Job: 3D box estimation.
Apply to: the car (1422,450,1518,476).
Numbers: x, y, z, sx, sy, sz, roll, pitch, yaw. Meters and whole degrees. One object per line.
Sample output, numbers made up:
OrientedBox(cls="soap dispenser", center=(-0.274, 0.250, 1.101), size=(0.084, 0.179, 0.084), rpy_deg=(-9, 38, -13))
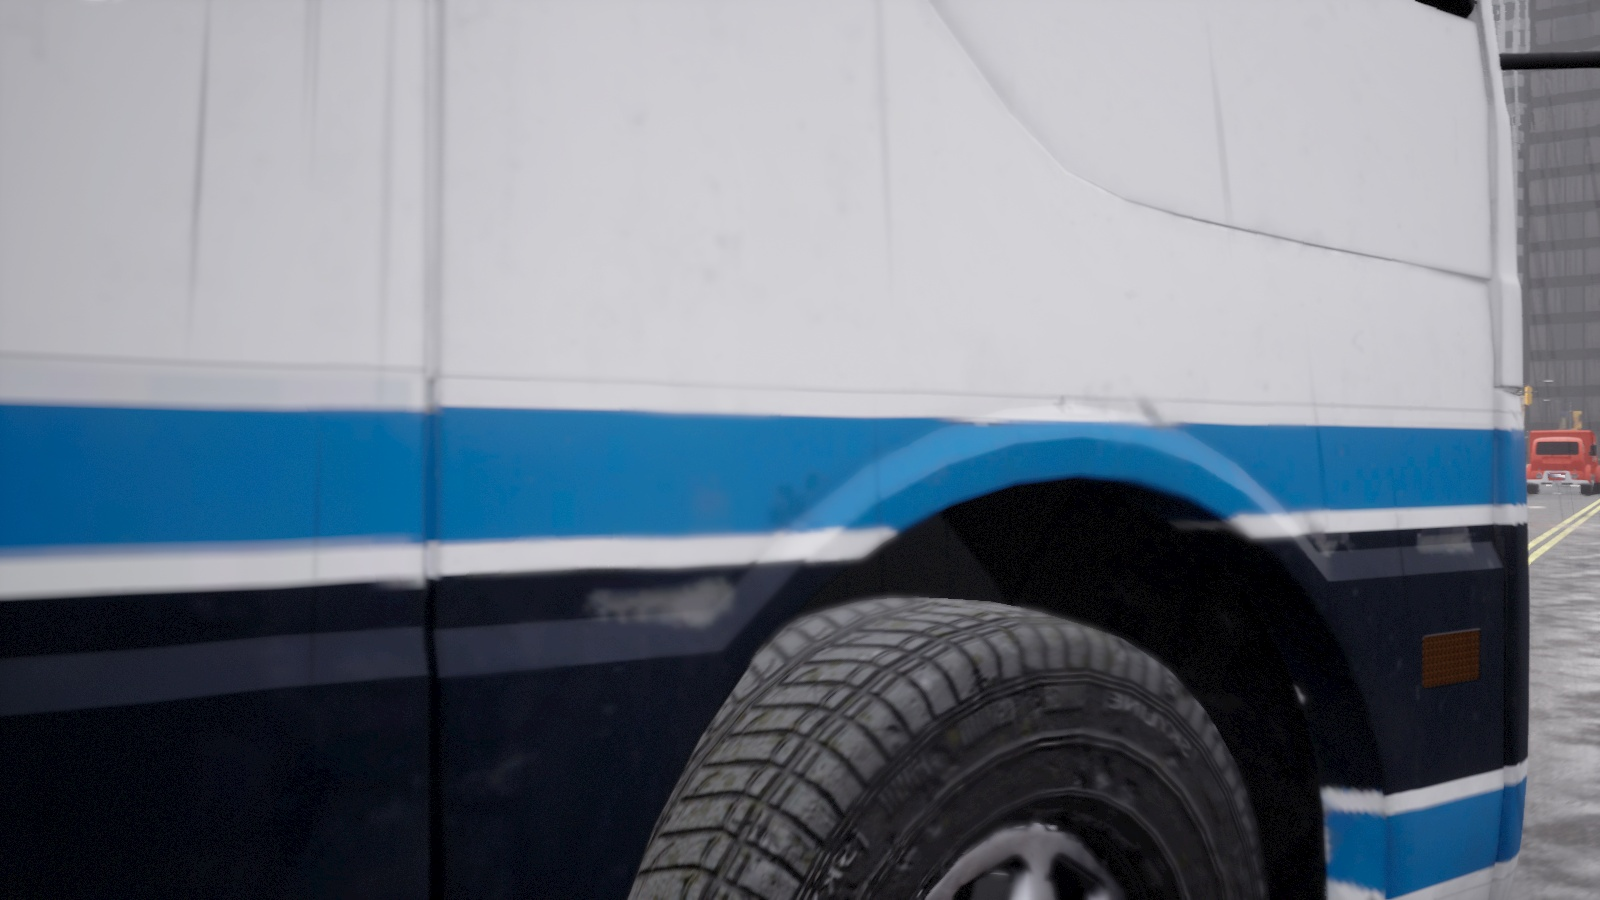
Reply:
OrientedBox(cls="car", center=(43.252, 0.824, 81.206), size=(1.801, 1.575, 5.366), rpy_deg=(0, 0, -30))

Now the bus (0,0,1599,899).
OrientedBox(cls="bus", center=(-3.035, -0.619, 1.477), size=(10.273, 4.253, 3.944), rpy_deg=(0, 0, -32))

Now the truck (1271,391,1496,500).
OrientedBox(cls="truck", center=(20.092, -0.154, 43.080), size=(7.936, 3.462, 2.891), rpy_deg=(0, 0, -29))

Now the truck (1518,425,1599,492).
OrientedBox(cls="truck", center=(29.976, 0.336, 49.340), size=(2.627, 2.467, 5.204), rpy_deg=(0, 0, 35))
